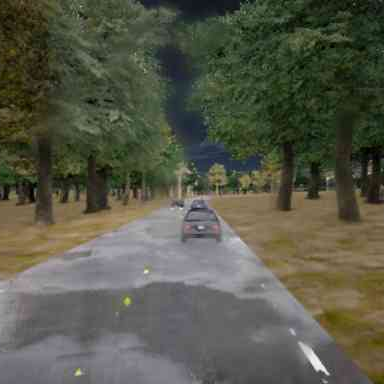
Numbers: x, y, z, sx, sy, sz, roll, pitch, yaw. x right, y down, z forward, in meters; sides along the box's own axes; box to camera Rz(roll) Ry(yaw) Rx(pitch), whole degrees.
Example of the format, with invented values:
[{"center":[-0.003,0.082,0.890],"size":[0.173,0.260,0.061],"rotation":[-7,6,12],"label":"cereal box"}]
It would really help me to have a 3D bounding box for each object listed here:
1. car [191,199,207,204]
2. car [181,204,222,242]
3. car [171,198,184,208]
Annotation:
[{"center":[0.841,1.572,39.554],"size":[1.994,1.385,4.181],"rotation":[0,0,1],"label":"car"},{"center":[0.439,1.544,16.401],"size":[2.033,1.411,5.357],"rotation":[0,0,1],"label":"car"},{"center":[-2.108,1.556,49.415],"size":[2.033,1.411,5.357],"rotation":[0,0,1],"label":"car"}]
